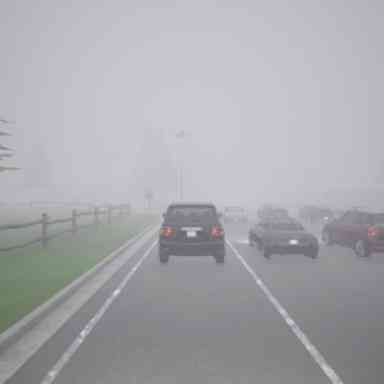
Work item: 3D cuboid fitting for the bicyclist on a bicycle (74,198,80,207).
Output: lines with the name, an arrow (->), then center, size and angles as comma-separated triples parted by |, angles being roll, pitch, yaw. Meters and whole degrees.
bicyclist on a bicycle -> -19.804, 1.887, 57.848 | 0.582, 1.620, 1.656 | 0, 0, 8

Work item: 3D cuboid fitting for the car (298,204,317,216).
car -> 10.509, 1.798, 28.530 | 1.837, 1.490, 4.892 | 0, 0, 0

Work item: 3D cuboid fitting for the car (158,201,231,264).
car -> 0.007, 1.354, 12.566 | 2.150, 2.045, 5.566 | 0, 0, 0

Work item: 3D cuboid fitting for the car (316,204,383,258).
car -> 7.021, 1.489, 13.449 | 2.097, 1.767, 4.553 | 0, -1, 0

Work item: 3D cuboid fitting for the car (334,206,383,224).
car -> 14.007, 1.890, 28.278 | 1.895, 1.301, 4.718 | 0, -1, 0

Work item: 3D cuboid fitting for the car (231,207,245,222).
car -> 3.507, 1.889, 28.274 | 1.895, 1.301, 4.718 | 0, -1, 0

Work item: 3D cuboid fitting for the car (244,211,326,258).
car -> 3.519, 1.702, 13.441 | 1.994, 1.385, 4.181 | 0, 0, 1

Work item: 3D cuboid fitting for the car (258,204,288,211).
car -> 7.016, 1.776, 29.263 | 1.882, 1.535, 5.008 | 0, 0, 0

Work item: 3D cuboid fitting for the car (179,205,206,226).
car -> -0.036, 1.828, 27.541 | 2.033, 1.411, 5.357 | 0, -1, -1

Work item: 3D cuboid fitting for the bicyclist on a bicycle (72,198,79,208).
bicyclist on a bicycle -> -20.291, 1.888, 57.912 | 0.582, 1.620, 1.656 | 0, 0, 7
